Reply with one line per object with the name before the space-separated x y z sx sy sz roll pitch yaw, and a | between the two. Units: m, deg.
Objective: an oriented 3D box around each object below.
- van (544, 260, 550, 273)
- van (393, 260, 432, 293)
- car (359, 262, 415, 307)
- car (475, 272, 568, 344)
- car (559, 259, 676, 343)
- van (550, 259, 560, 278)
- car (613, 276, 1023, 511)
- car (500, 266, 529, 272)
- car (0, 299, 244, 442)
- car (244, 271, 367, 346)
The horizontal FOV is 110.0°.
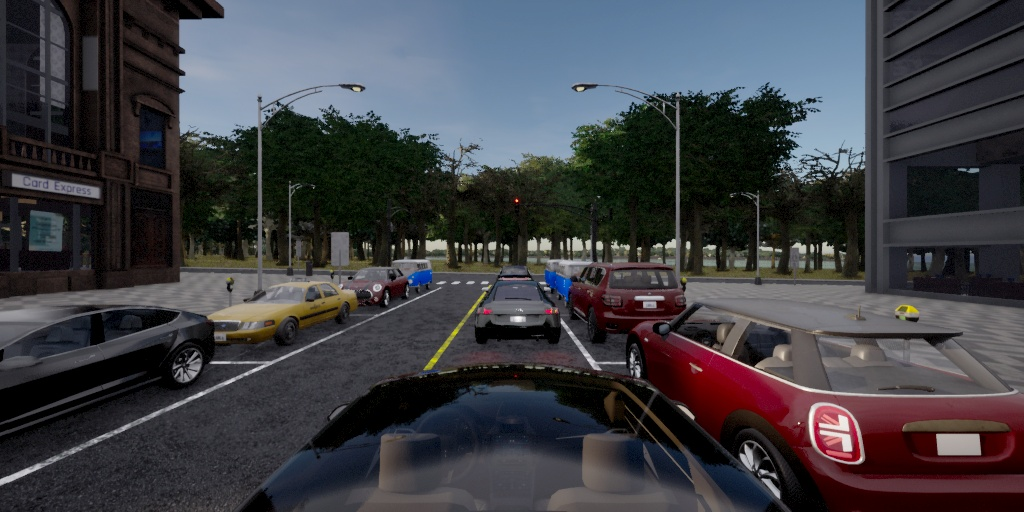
van | 2.797 1.092 20.470 1.690 1.789 3.998 0 0 0
van | -5.728 1.092 20.486 1.690 1.789 3.998 0 0 0
car | -5.738 1.191 15.049 1.967 1.591 4.097 0 0 0
car | 0.119 1.314 9.643 1.994 1.385 4.181 0 0 0
car | 2.777 1.065 9.595 2.192 1.841 5.009 0 0 0
van | 2.787 1.092 15.033 1.690 1.789 3.998 0 0 0
car | 2.766 1.190 4.157 1.967 1.591 4.097 0 0 0
car | 0.132 1.243 18.525 2.128 1.511 4.902 0 0 0
car | -5.759 1.316 4.174 1.948 1.339 4.313 0 0 0
car | -5.749 1.276 9.441 1.751 1.417 4.829 0 0 0
